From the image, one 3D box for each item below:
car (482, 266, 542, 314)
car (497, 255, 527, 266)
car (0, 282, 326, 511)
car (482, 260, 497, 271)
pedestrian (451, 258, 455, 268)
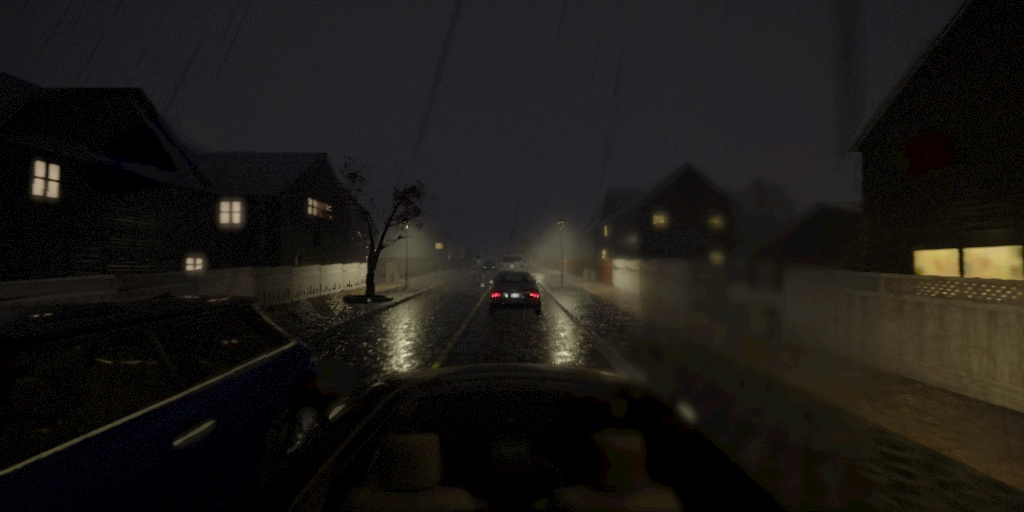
[{"bbox_3d":[0.099,1.282,13.742,2.033,1.411,5.357,0,0,0],"label":"car"},{"bbox_3d":[0.095,0.949,31.442,2.150,2.045,5.566,0,0,0],"label":"car"},{"bbox_3d":[-2.851,1.102,1.568,2.097,1.767,4.553,0,0,0],"label":"car"},{"bbox_3d":[-2.757,1.305,46.124,1.837,1.490,4.892,0,0,0],"label":"car"},{"bbox_3d":[-9.920,1.202,60.360,0.375,1.860,0.375,0,-2,5],"label":"pedestrian"}]
